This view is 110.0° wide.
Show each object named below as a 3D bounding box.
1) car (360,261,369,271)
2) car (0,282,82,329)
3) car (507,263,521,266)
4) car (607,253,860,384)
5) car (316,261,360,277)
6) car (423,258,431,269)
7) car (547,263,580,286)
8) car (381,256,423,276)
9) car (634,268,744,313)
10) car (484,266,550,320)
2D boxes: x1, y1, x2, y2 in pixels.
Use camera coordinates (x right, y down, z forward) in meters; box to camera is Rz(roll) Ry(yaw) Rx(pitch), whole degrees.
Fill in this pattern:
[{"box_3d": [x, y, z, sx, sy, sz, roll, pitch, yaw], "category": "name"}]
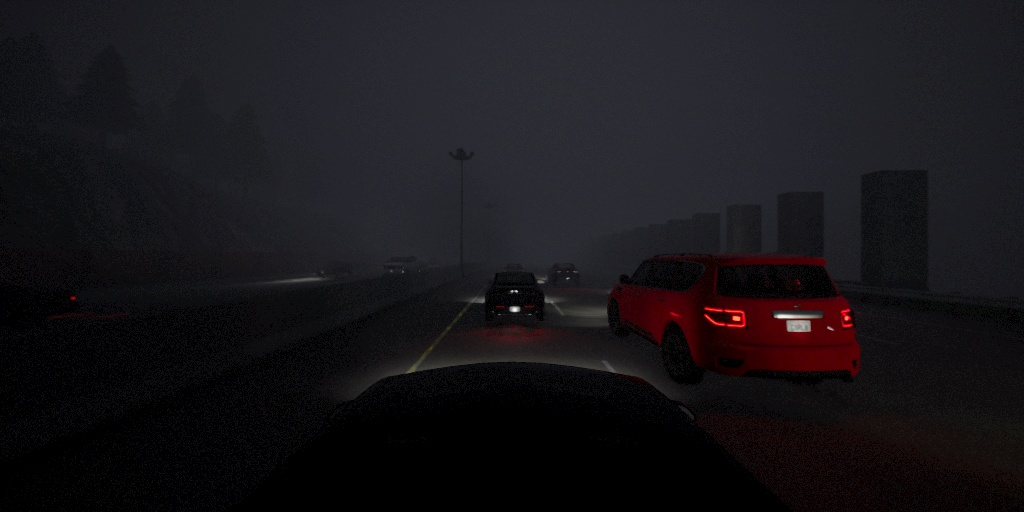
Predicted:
[{"box_3d": [-20.679, 1.352, 47.290, 1.895, 1.301, 4.718, 0, 0, 2], "category": "car"}, {"box_3d": [-14.103, 1.298, 8.511, 2.033, 1.411, 5.357, 0, 0, 0], "category": "car"}, {"box_3d": [0.167, 1.314, 30.886, 1.994, 1.385, 4.181, 0, 0, 1], "category": "car"}, {"box_3d": [3.600, 0.971, 7.186, 2.150, 2.045, 5.566, 0, 0, 0], "category": "car"}, {"box_3d": [-17.457, 1.244, 35.572, 2.128, 1.511, 4.902, 0, 0, 1], "category": "car"}, {"box_3d": [-13.563, 1.315, 51.725, 1.994, 1.385, 4.181, 0, 0, 2], "category": "car"}, {"box_3d": [3.611, 1.241, 25.536, 2.128, 1.511, 4.902, 0, 0, 0], "category": "car"}, {"box_3d": [-10.493, 0.974, 34.105, 2.150, 2.045, 5.566, 0, 0, 1], "category": "car"}, {"box_3d": [7.096, 1.297, 15.225, 2.033, 1.411, 5.357, 0, 0, 0], "category": "car"}, {"box_3d": [0.086, 1.255, 12.555, 1.837, 1.490, 4.892, 0, 0, 0], "category": "car"}]
